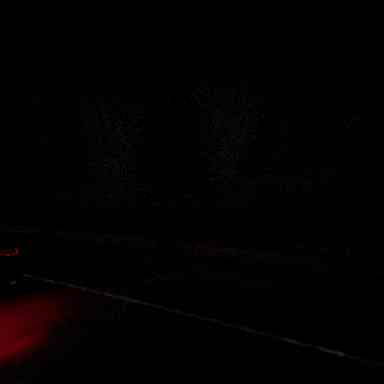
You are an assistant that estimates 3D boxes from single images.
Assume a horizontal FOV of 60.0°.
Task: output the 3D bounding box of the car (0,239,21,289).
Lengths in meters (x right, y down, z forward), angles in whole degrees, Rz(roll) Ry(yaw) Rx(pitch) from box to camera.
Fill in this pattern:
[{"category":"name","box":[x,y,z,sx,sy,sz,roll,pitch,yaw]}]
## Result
[{"category":"car","box":[-5.979,1.381,7.458,5.008,1.535,1.882,1,0,30]}]
